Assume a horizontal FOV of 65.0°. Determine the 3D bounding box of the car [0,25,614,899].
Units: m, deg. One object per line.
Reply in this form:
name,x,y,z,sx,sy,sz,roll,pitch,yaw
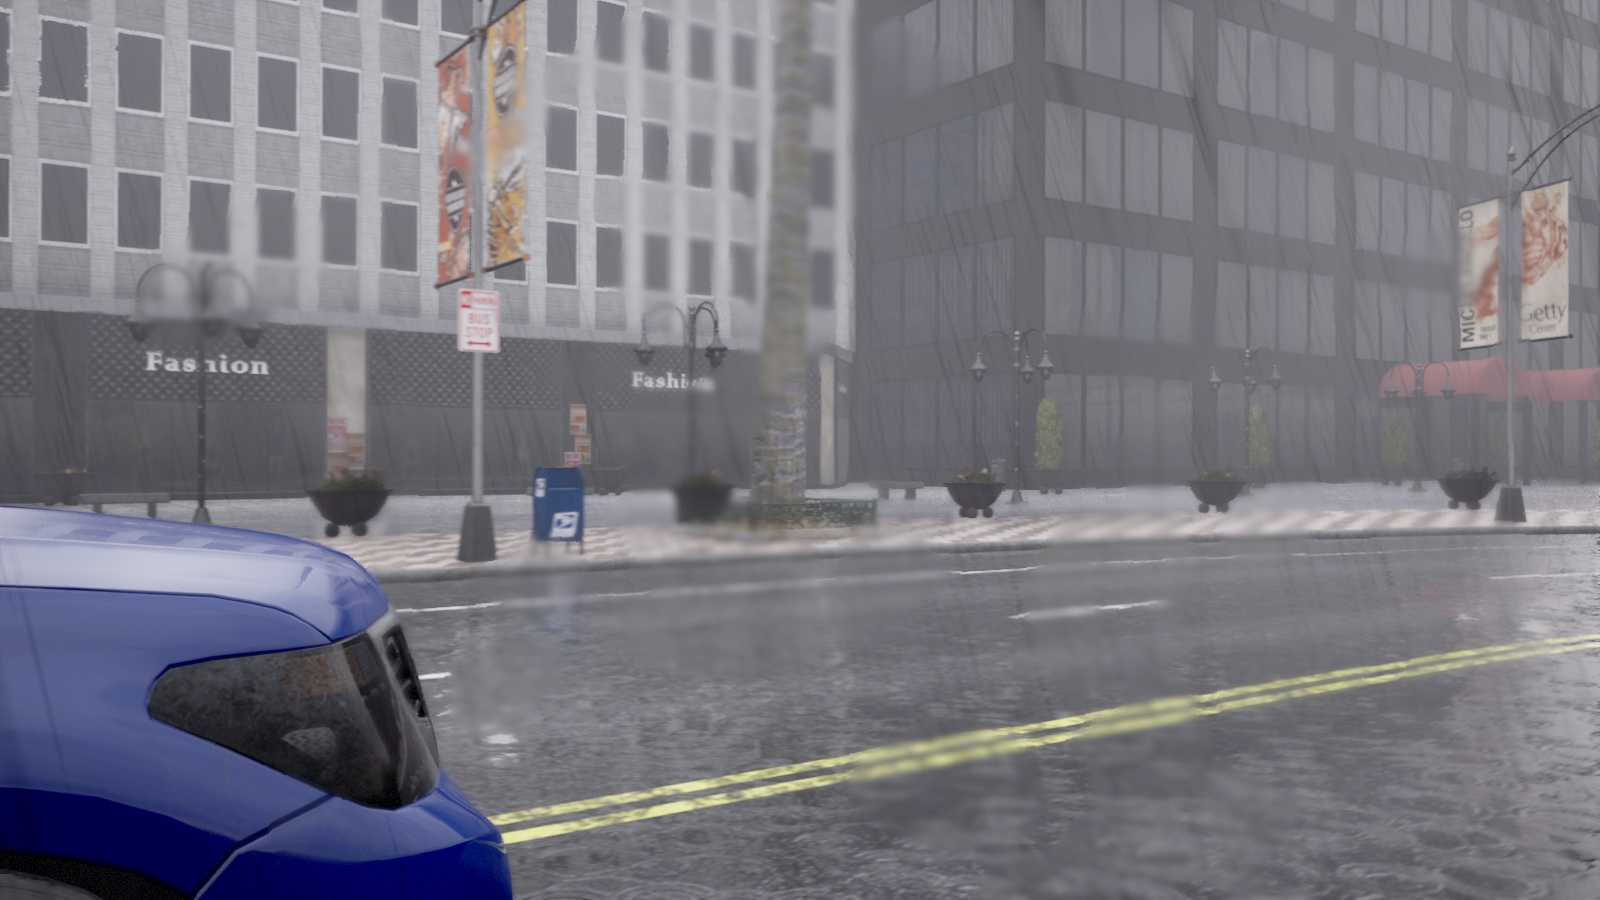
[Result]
car,-3.215,0.474,1.422,5.566,2.045,2.150,0,0,-35
